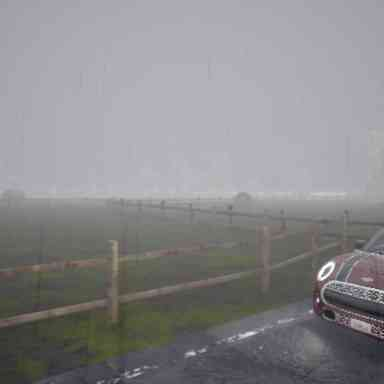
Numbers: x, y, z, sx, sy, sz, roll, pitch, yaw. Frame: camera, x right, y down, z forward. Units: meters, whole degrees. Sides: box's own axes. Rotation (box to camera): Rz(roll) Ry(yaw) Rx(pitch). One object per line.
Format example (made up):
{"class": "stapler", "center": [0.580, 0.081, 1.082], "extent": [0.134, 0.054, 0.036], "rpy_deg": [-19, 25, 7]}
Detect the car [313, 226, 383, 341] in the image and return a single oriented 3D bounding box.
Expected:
{"class": "car", "center": [4.297, 1.352, 6.123], "extent": [4.553, 1.767, 2.097], "rpy_deg": [0, 0, -35]}
